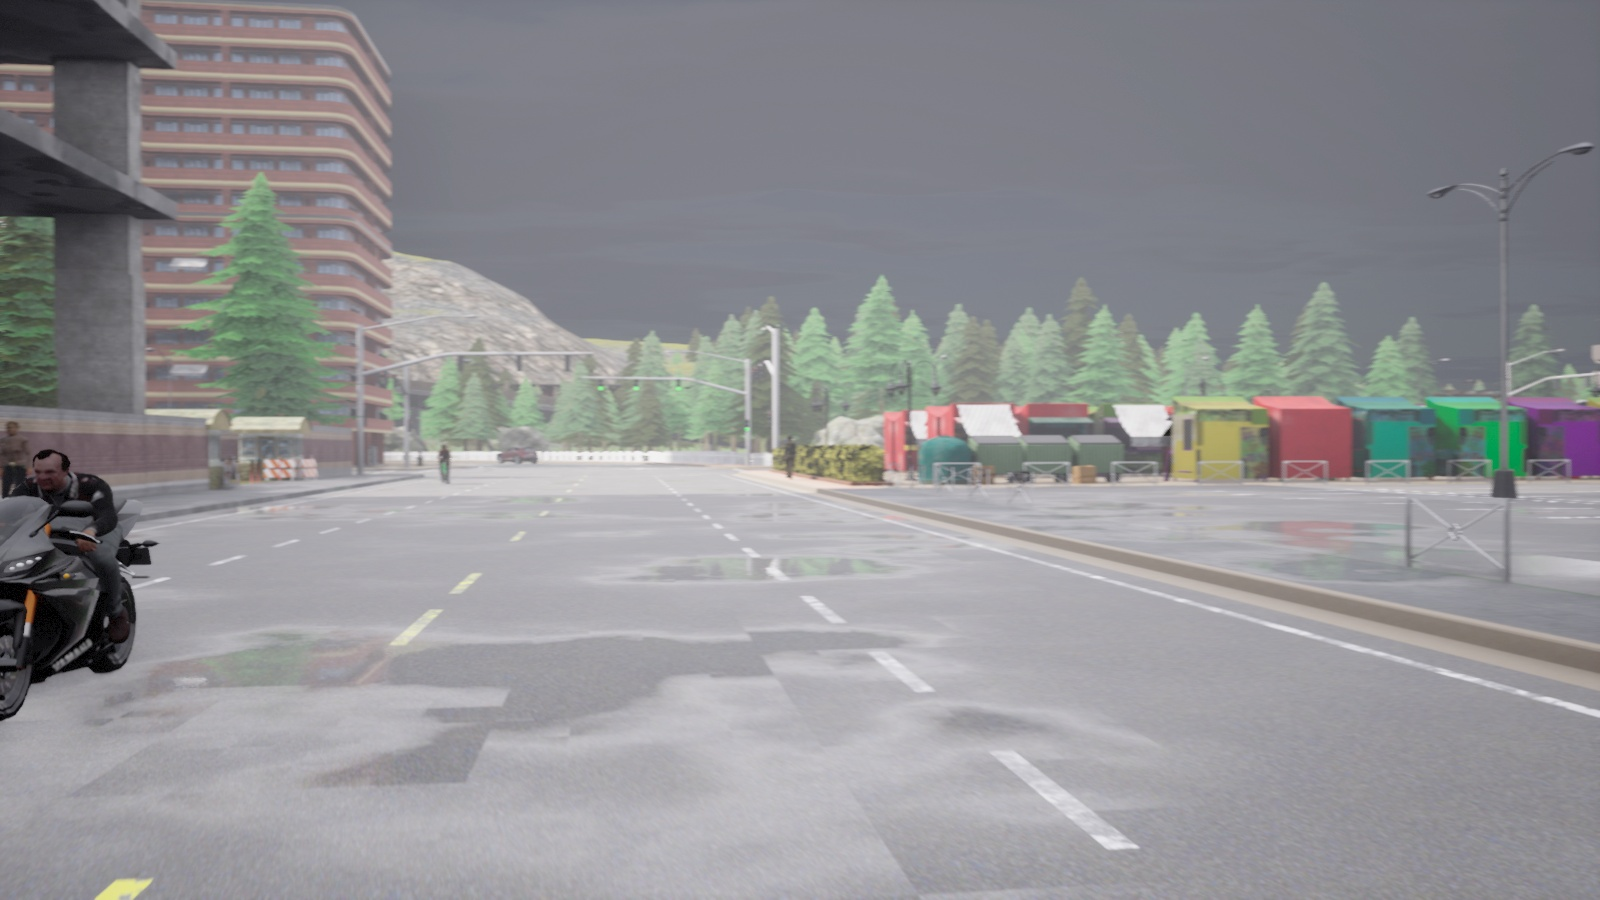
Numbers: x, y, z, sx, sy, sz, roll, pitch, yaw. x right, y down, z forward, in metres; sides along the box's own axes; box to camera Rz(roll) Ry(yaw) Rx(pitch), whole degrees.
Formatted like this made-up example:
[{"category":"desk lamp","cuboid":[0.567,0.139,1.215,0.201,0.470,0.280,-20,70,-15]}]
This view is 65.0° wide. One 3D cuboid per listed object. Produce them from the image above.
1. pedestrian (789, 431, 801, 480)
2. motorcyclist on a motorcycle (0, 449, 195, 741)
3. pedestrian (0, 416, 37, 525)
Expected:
[{"category":"pedestrian","cuboid":[-0.196,0.226,49.663,0.395,1.930,0.692,0,0,-6]},{"category":"motorcyclist on a motorcycle","cuboid":[-4.518,0.762,7.652,0.866,1.530,2.191,0,0,-8]},{"category":"pedestrian","cuboid":[-13.540,0.348,21.752,0.331,1.846,0.634,0,0,-9]}]
